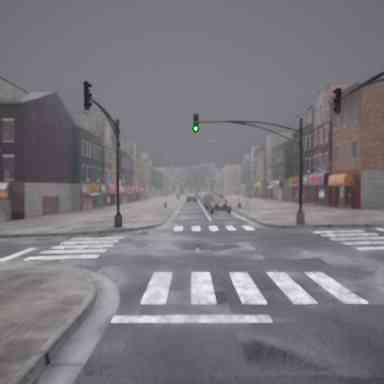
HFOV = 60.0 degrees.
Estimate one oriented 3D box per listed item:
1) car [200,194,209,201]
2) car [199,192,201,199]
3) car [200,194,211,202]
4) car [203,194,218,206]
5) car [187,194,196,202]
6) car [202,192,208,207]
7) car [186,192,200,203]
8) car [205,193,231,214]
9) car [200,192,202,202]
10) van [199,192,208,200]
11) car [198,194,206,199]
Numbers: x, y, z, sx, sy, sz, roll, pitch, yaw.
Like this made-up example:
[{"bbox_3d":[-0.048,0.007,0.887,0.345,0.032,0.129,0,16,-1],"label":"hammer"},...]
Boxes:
[{"bbox_3d":[2.571,1.120,69.915,1.752,1.417,4.829,-1,0,0],"label":"car"},{"bbox_3d":[2.584,1.105,53.538,1.967,1.590,4.097,-1,0,0],"label":"car"},{"bbox_3d":[2.576,1.142,64.513,1.752,1.417,4.829,-1,0,0],"label":"car"},{"bbox_3d":[2.589,1.131,48.136,1.967,1.590,4.097,-1,0,0],"label":"car"},{"bbox_3d":[-0.056,1.136,67.404,1.812,1.442,4.674,0,0,0],"label":"car"},{"bbox_3d":[2.597,1.063,37.330,2.192,1.841,5.009,-1,0,0],"label":"car"},{"bbox_3d":[-0.048,1.154,56.983,1.837,1.490,4.892,0,0,0],"label":"car"},{"bbox_3d":[2.603,1.219,31.929,1.967,1.590,4.097,-1,0,0],"label":"car"},{"bbox_3d":[2.592,1.034,42.733,2.192,1.841,5.009,-1,0,0],"label":"car"},{"bbox_3d":[2.564,0.916,75.148,1.690,1.788,3.998,-1,0,0],"label":"van"},{"bbox_3d":[2.558,1.119,85.953,1.802,1.307,4.206,-1,0,0],"label":"car"}]
